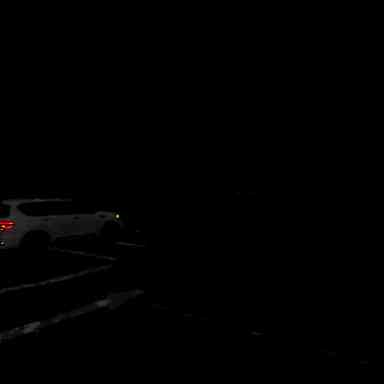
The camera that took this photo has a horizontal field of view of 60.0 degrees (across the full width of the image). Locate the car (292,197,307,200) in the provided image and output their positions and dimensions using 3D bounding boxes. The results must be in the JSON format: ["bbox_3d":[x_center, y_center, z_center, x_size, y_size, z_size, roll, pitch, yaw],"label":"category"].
[{"bbox_3d":[15.521,1.496,47.322,1.837,1.490,4.892,0,-1,36],"label":"car"}]

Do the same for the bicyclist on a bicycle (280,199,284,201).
[{"bbox_3d":[6.124,1.300,21.966,1.656,1.620,0.582,0,0,36],"label":"bicyclist on a bicycle"}]

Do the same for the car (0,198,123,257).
[{"bbox_3d":[-5.341,1.238,13.279,2.150,2.045,5.566,-1,1,35],"label":"car"}]
